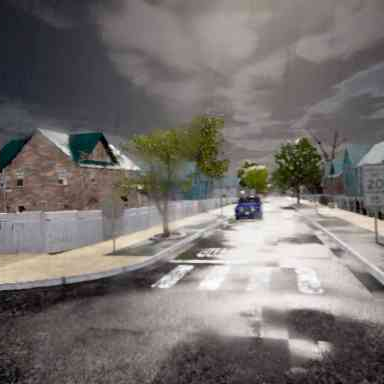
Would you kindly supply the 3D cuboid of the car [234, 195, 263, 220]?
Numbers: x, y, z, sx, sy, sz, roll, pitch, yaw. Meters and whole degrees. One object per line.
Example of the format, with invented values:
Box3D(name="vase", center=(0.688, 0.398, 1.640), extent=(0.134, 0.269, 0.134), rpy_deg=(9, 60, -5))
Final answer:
Box3D(name="car", center=(5.033, 1.316, 29.075), extent=(2.150, 2.045, 5.566), rpy_deg=(-2, 0, 14))
